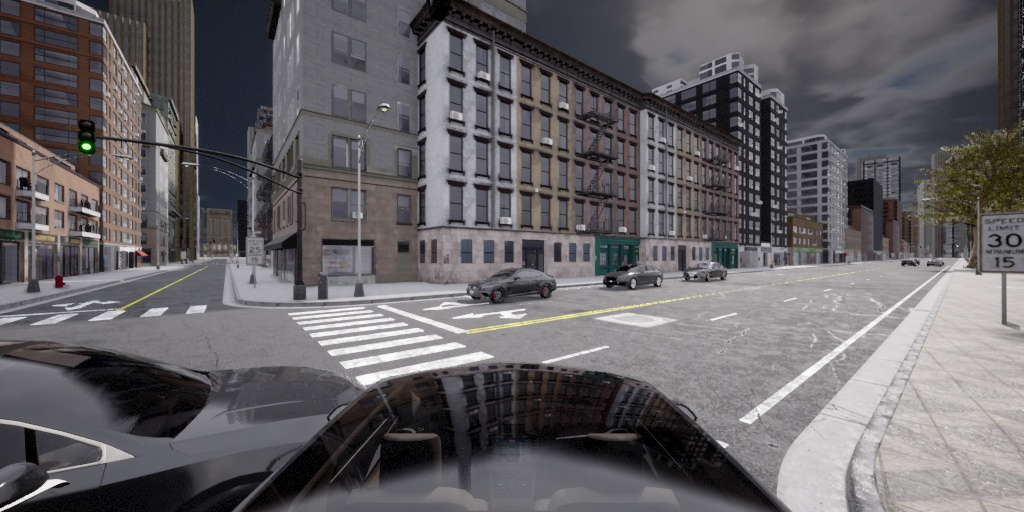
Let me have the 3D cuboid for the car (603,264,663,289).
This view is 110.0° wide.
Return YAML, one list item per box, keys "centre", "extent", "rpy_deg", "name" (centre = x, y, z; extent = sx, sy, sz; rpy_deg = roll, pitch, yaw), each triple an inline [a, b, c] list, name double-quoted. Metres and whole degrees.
- centre: [7.829, 1.259, 22.992]
  extent: [4.892, 1.490, 1.837]
  rpy_deg: [0, 0, -38]
  name: "car"

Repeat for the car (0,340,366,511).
- centre: [-3.209, 1.257, 1.880]
  extent: [4.892, 1.490, 1.837]
  rpy_deg: [0, 0, -34]
  name: "car"

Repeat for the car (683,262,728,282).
- centre: [15.889, 1.237, 29.400]
  extent: [4.902, 1.511, 2.128]
  rpy_deg: [0, 0, -38]
  name: "car"

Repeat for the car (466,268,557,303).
- centre: [0.090, 1.287, 16.827]
  extent: [4.674, 1.442, 1.812]
  rpy_deg: [0, 0, -39]
  name: "car"
